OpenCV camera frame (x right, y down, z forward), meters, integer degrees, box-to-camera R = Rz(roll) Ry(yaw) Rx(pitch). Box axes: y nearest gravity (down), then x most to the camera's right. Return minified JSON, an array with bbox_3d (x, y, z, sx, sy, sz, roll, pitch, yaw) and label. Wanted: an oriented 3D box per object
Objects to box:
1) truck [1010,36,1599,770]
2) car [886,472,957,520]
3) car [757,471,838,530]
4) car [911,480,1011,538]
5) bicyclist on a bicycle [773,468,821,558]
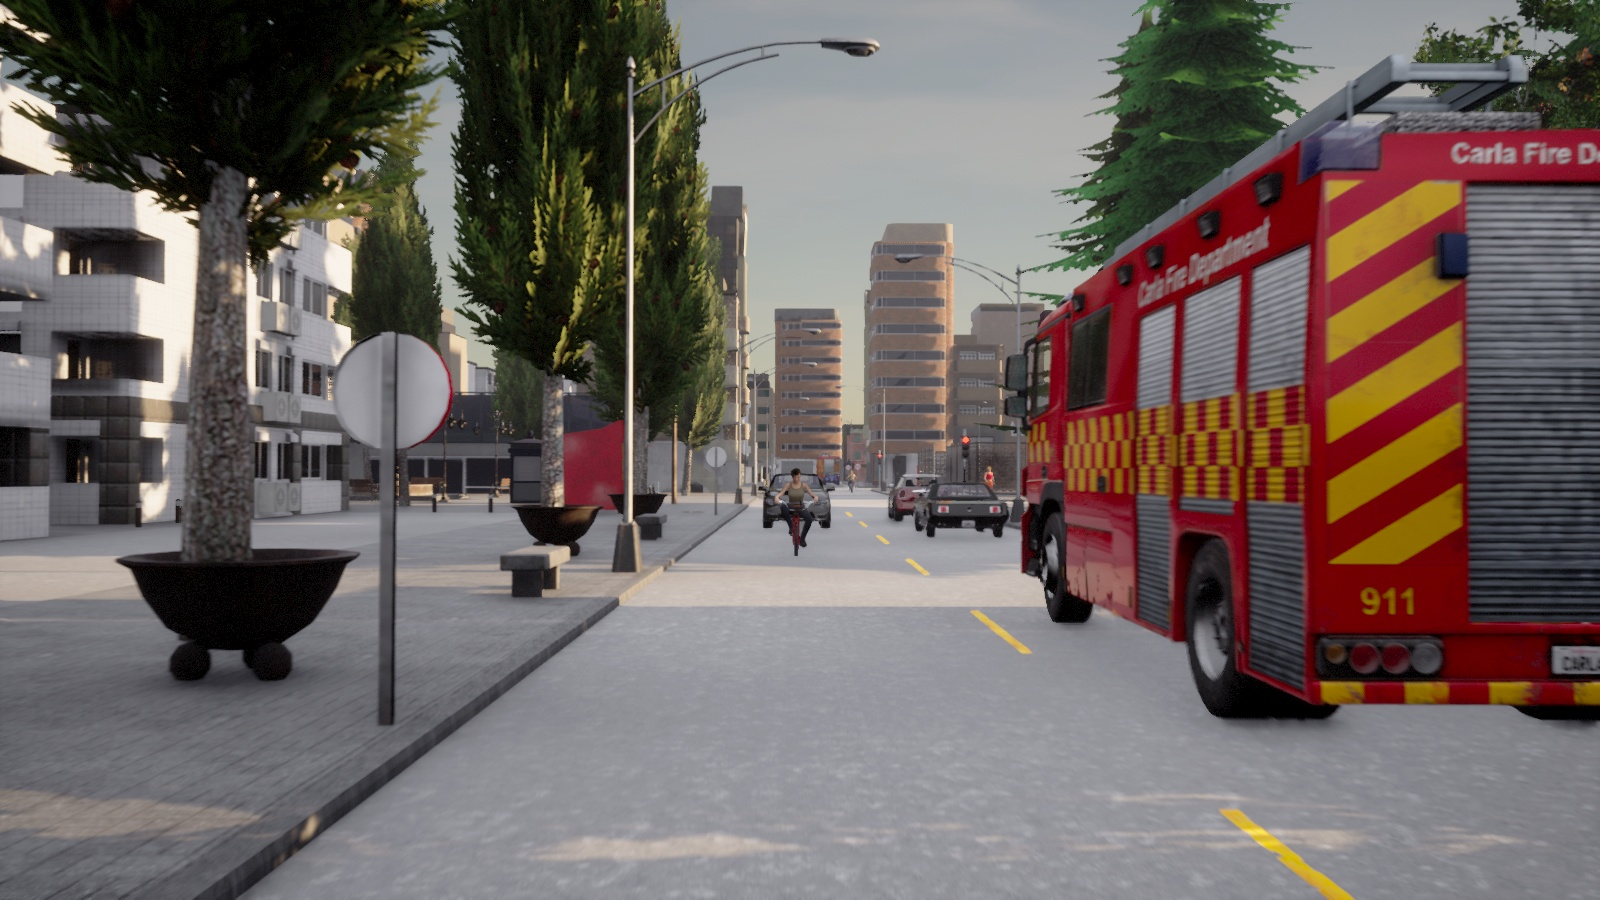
[{"bbox_3d":[3.973,-0.185,10.792,2.891,3.827,8.468,0,-1,0],"label":"truck"},{"bbox_3d":[3.881,1.446,40.726,1.970,1.475,3.806,0,-1,1],"label":"car"},{"bbox_3d":[-0.089,1.363,35.332,2.128,1.511,4.902,0,-1,-1],"label":"car"},{"bbox_3d":[3.930,1.425,31.438,1.895,1.301,4.718,0,-1,0],"label":"car"},{"bbox_3d":[-0.060,1.140,23.187,0.866,1.612,1.509,0,-1,0],"label":"bicyclist on a bicycle"}]
